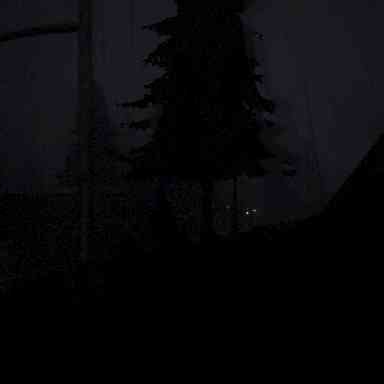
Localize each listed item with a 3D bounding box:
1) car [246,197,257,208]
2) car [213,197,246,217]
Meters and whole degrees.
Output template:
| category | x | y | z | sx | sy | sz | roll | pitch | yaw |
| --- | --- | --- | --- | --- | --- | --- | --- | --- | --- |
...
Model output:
| category | x | y | z | sx | sy | sz | roll | pitch | yaw |
| --- | --- | --- | --- | --- | --- | --- | --- | --- | --- |
| car | 8.492 | 1.495 | 49.174 | 2.128 | 1.511 | 4.902 | 0 | 0 | 4 |
| car | 3.275 | 1.337 | 31.349 | 2.097 | 1.767 | 4.553 | 0 | 0 | 24 |
